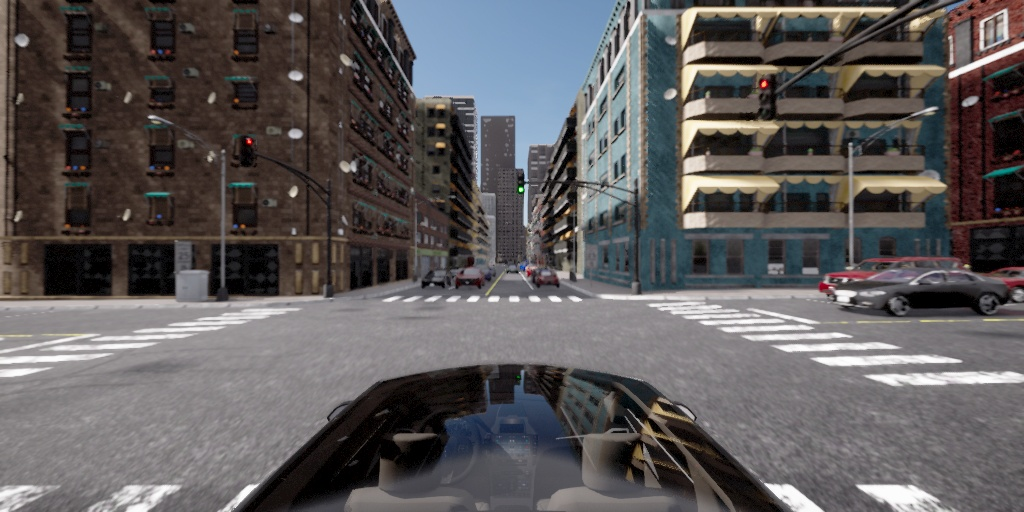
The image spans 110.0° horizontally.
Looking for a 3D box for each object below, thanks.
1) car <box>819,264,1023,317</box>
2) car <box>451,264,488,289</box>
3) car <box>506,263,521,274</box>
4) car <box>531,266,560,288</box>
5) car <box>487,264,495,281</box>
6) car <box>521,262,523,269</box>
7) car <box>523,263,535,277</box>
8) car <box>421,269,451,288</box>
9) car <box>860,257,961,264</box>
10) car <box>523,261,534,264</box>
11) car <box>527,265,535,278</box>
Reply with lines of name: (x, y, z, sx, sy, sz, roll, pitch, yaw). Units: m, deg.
car: (13.724, 1.168, 12.246, 4.902, 1.511, 2.128, -1, 0, -1)
car: (-3.112, 1.619, 27.400, 1.882, 1.535, 5.008, 0, -1, 0)
car: (0.074, 2.183, 57.993, 1.994, 1.385, 4.181, 0, -1, 0)
car: (2.676, 1.728, 27.679, 1.802, 1.307, 4.207, 0, 0, 0)
car: (-3.114, 1.635, 36.581, 2.097, 1.767, 4.553, 0, -1, 0)
car: (3.076, 1.963, 65.288, 2.150, 2.045, 5.566, 0, -1, 0)
car: (2.668, 1.949, 44.247, 1.888, 1.381, 4.507, 0, 0, 0)
car: (-5.705, 1.711, 27.687, 1.948, 1.339, 4.313, 0, 0, 0)
car: (15.765, 0.981, 14.850, 5.009, 1.841, 2.192, 0, 0, 0)
car: (3.123, 2.083, 58.444, 1.801, 1.575, 5.366, 0, -1, 0)
car: (2.674, 1.797, 33.201, 1.948, 1.339, 4.313, 0, 0, 0)
